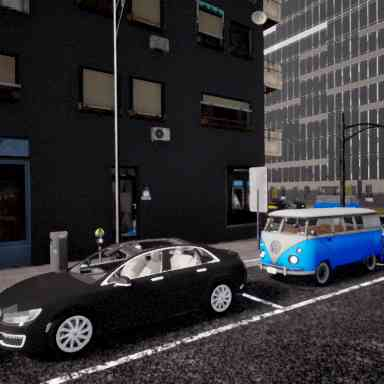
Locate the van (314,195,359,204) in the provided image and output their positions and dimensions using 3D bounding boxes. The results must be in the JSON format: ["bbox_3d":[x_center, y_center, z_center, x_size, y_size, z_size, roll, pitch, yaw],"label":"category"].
[{"bbox_3d":[12.832,1.201,29.774,1.690,1.788,3.998,-1,1,-35],"label":"van"}]

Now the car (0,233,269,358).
[{"bbox_3d":[-0.961,1.550,5.884,4.403,1.369,2.008,0,-1,-35],"label":"car"}]

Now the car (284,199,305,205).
[{"bbox_3d":[9.655,1.400,34.292,1.947,1.339,4.313,-1,1,-35],"label":"car"}]

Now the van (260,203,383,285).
[{"bbox_3d":[3.599,1.339,9.137,3.998,1.788,1.690,0,-1,-35],"label":"van"}]

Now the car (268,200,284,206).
[{"bbox_3d":[5.512,1.397,30.110,1.882,1.535,5.008,-1,1,-35],"label":"car"}]
